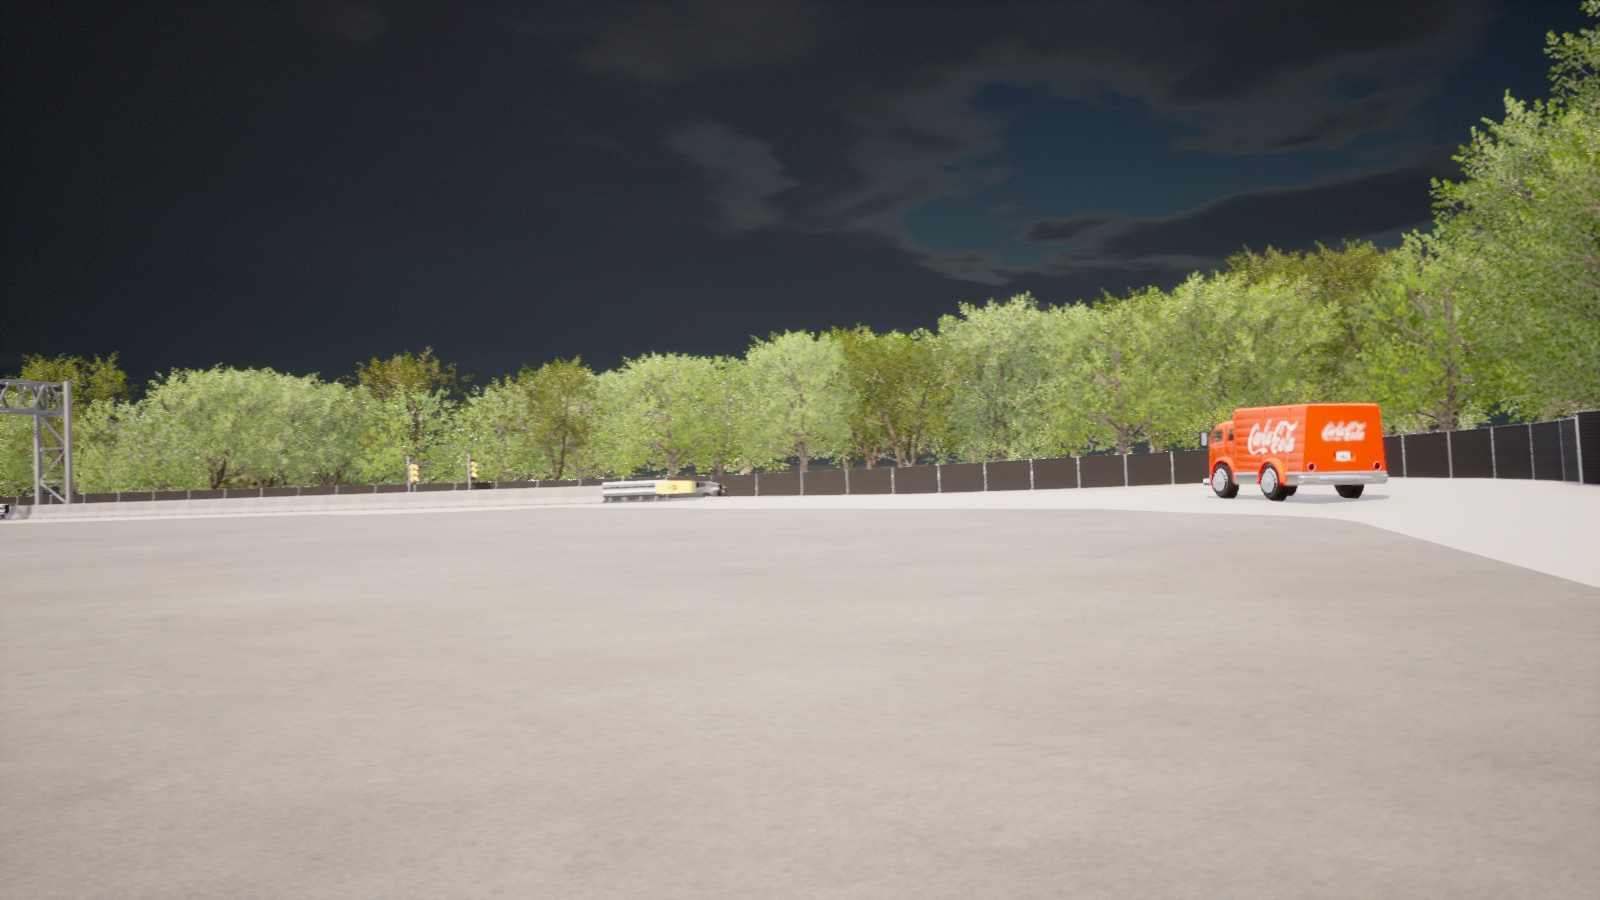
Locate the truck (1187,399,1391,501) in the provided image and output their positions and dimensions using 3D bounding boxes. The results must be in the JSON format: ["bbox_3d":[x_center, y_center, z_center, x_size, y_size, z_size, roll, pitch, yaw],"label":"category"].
[{"bbox_3d":[12.905,0.032,33.614,2.627,2.467,5.204,-1,-1,-12],"label":"truck"}]

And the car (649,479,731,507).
[{"bbox_3d":[-6.675,2.643,76.601,4.514,1.525,2.007,-3,-2,17],"label":"car"}]
